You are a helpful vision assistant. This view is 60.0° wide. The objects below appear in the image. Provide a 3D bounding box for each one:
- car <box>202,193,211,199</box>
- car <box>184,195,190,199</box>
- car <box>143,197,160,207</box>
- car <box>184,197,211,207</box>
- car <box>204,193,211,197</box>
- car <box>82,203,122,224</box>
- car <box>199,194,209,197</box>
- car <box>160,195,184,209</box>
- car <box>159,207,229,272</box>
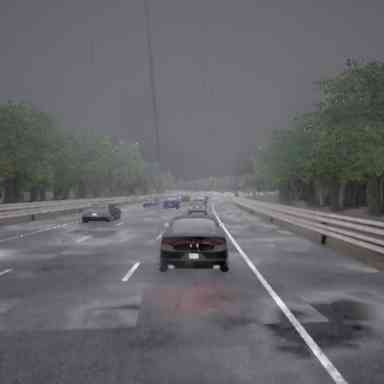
[{"bbox_3d":[3.987,1.044,90.146,2.097,1.767,4.553,0,0,4],"label":"car"},{"bbox_3d":[-1.187,1.324,65.590,1.837,1.490,4.892,0,0,4],"label":"car"},{"bbox_3d":[-5.764,1.435,48.288,2.033,1.411,5.357,0,0,3],"label":"car"},{"bbox_3d":[0.571,1.485,32.735,2.033,1.411,5.357,0,0,2],"label":"car"},{"bbox_3d":[2.560,1.278,70.407,1.882,1.535,5.008,0,0,4],"label":"car"},{"bbox_3d":[-6.578,1.514,24.633,1.994,1.385,4.181,0,0,2],"label":"car"},{"bbox_3d":[1.336,1.416,50.489,1.812,1.442,4.674,0,0,3],"label":"car"},{"bbox_3d":[-2.476,1.387,42.371,1.882,1.535,5.008,0,0,3],"label":"car"},{"bbox_3d":[0.074,1.462,10.827,1.882,1.535,5.008,0,0,1],"label":"car"}]
